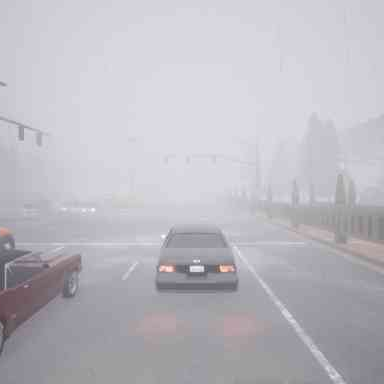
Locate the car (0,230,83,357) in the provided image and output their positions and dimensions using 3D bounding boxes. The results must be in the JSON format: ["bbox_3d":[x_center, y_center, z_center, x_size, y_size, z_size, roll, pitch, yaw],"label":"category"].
[{"bbox_3d":[-3.406,1.601,5.537,1.895,1.301,4.718,0,0,0],"label":"car"}]

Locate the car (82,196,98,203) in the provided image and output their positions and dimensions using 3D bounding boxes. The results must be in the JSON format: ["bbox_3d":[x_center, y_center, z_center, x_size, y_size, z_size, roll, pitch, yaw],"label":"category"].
[{"bbox_3d":[-21.075,1.552,69.063,1.994,1.385,4.181,0,0,0],"label":"car"}]

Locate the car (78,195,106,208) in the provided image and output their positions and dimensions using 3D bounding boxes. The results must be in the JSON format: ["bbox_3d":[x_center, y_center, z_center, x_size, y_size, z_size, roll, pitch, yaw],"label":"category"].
[{"bbox_3d":[-14.132,1.564,47.377,1.994,1.385,4.181,0,0,0],"label":"car"}]

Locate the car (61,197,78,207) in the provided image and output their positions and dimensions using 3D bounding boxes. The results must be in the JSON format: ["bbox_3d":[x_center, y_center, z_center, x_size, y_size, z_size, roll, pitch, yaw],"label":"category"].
[{"bbox_3d":[-17.626,1.564,49.523,1.994,1.385,4.181,0,0,0],"label":"car"}]

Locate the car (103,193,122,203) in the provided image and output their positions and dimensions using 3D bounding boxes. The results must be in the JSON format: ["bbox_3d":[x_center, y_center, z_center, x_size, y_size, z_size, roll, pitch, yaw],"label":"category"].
[{"bbox_3d":[-14.135,1.220,56.669,2.150,2.045,5.566,0,0,0],"label":"car"}]

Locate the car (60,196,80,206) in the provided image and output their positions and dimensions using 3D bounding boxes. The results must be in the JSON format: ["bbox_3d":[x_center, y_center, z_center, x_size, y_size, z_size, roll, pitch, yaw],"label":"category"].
[{"bbox_3d":[-21.128,1.526,57.856,1.812,1.442,4.674,0,0,1],"label":"car"}]

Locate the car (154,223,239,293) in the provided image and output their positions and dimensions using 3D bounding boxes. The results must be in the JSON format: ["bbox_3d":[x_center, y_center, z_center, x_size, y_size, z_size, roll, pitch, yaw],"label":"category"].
[{"bbox_3d":[0.090,1.547,8.994,2.033,1.411,5.357,0,0,0],"label":"car"}]

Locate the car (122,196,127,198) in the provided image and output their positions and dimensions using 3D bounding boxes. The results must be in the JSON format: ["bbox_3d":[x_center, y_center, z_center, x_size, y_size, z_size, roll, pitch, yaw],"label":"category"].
[{"bbox_3d":[-14.074,1.525,68.187,1.812,1.442,4.674,0,0,0],"label":"car"}]

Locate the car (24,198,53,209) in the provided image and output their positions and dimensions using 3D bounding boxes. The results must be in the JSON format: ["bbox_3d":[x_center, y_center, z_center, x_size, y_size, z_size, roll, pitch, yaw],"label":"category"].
[{"bbox_3d":[-21.152,1.547,45.925,2.033,1.411,5.357,0,0,1],"label":"car"}]

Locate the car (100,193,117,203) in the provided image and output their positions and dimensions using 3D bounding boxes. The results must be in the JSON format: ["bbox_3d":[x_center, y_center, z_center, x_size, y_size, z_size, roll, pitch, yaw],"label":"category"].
[{"bbox_3d":[-17.576,1.225,70.038,2.150,2.045,5.566,0,0,0],"label":"car"}]

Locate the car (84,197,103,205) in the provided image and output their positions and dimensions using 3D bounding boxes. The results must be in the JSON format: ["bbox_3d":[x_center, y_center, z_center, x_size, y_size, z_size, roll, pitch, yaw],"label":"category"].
[{"bbox_3d":[-17.619,1.600,59.583,1.895,1.301,4.718,0,0,1],"label":"car"}]

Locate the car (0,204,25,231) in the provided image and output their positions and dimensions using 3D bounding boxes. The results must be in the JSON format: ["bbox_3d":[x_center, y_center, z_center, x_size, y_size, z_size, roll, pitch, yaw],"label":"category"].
[{"bbox_3d":[-6.910,1.352,9.201,2.097,1.767,4.553,0,0,0],"label":"car"}]
